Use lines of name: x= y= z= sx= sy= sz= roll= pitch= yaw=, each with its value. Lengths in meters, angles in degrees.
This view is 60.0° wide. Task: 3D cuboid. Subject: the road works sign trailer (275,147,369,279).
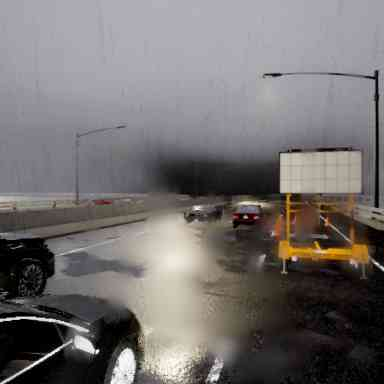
road works sign trailer: x=3.908 y=0.468 z=10.245 sx=2.380 sy=3.560 sz=2.880 roll=0 pitch=0 yaw=17

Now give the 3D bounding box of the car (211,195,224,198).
car: x=6.533 y=1.468 z=77.917 sx=1.882 sy=1.535 sz=5.008 roll=0 pitch=0 yaw=18

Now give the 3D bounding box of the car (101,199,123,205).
car: x=-8.808 y=1.610 z=41.127 sx=1.895 sy=1.301 sz=4.718 roll=0 pitch=0 yaw=17

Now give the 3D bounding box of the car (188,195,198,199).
car: x=0.386 y=1.427 z=81.657 sx=1.812 sy=1.442 sz=4.674 roll=0 pitch=0 yaw=18

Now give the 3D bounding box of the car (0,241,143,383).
car: x=-1.983 y=1.505 z=2.256 sx=1.837 sy=1.490 sz=4.892 roll=0 pitch=0 yaw=16

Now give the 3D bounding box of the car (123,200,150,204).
car: x=-5.875 y=1.573 z=38.741 sx=1.994 sy=1.385 sz=4.181 roll=0 pitch=0 yaw=17

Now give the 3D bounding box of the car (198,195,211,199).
car: x=3.715 y=1.454 z=80.579 sx=1.994 sy=1.385 sz=4.181 roll=0 pitch=0 yaw=18

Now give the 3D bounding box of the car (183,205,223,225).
car: x=0.948 y=1.607 z=24.399 sx=1.895 sy=1.301 sz=4.718 roll=0 pitch=0 yaw=17

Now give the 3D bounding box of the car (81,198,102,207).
car: x=-12.128 y=1.535 z=42.232 sx=1.812 sy=1.442 sz=4.674 roll=0 pitch=0 yaw=17

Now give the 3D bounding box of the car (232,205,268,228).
car: x=3.916 y=1.552 z=22.128 sx=2.033 sy=1.411 sz=5.357 roll=0 pitch=0 yaw=17

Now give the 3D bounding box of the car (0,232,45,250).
car: x=-4.735 y=1.221 z=5.310 sx=2.150 sy=2.045 sz=5.566 roll=0 pitch=0 yaw=16
